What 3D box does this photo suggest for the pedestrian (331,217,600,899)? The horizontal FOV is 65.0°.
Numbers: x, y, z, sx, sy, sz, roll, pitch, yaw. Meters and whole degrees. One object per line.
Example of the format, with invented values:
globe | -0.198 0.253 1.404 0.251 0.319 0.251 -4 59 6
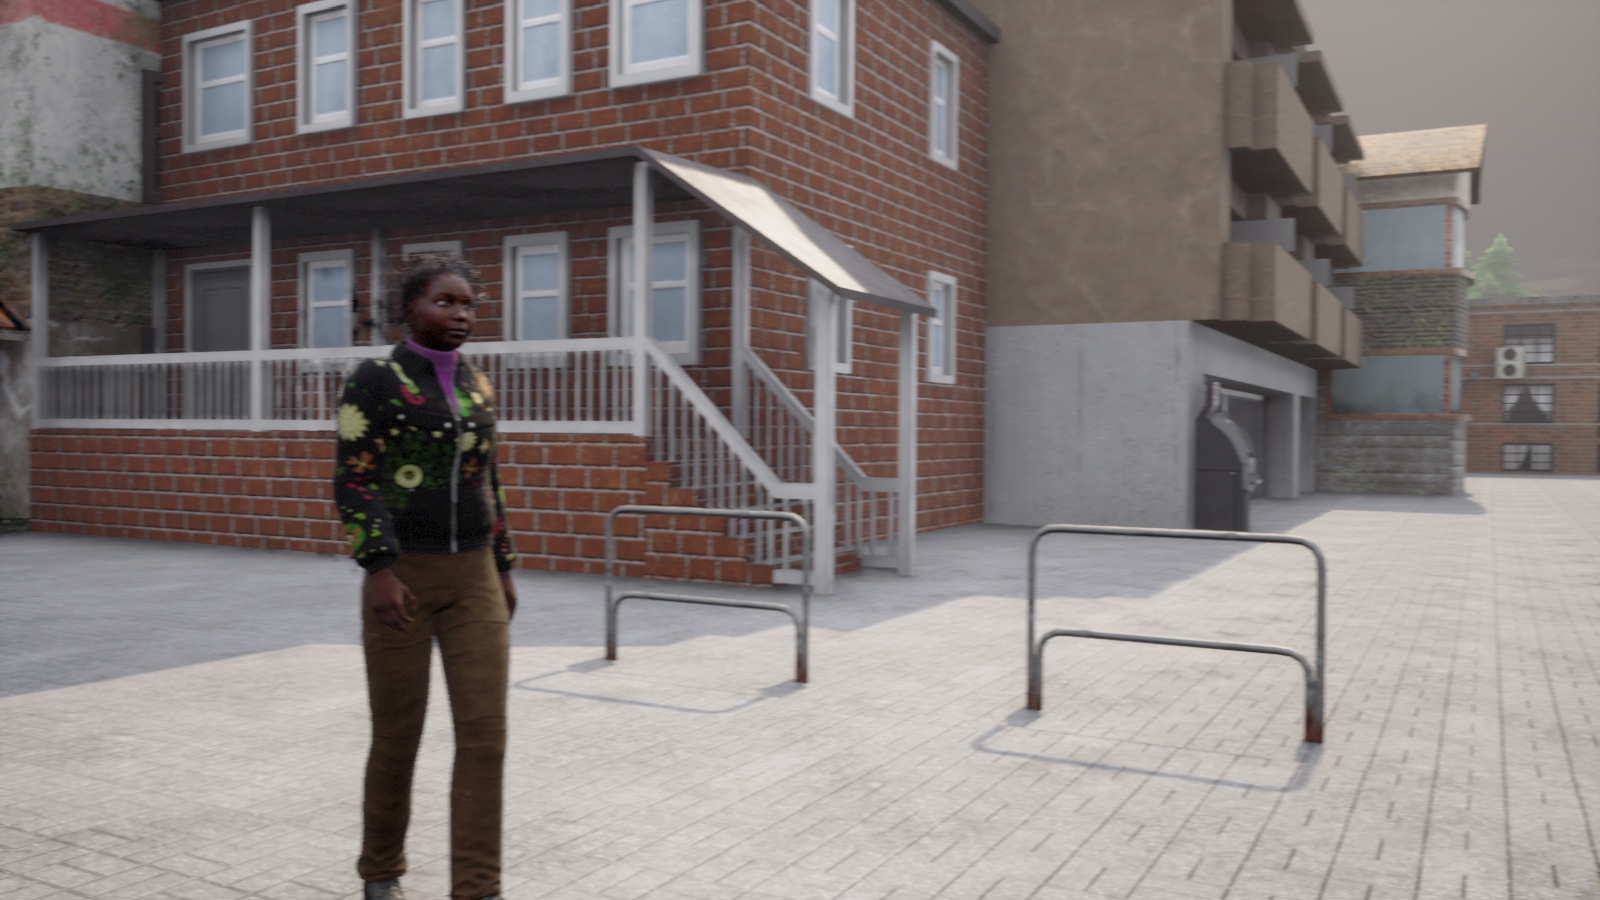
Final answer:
pedestrian | -0.922 0.400 3.422 0.395 1.930 0.692 -1 1 -44
